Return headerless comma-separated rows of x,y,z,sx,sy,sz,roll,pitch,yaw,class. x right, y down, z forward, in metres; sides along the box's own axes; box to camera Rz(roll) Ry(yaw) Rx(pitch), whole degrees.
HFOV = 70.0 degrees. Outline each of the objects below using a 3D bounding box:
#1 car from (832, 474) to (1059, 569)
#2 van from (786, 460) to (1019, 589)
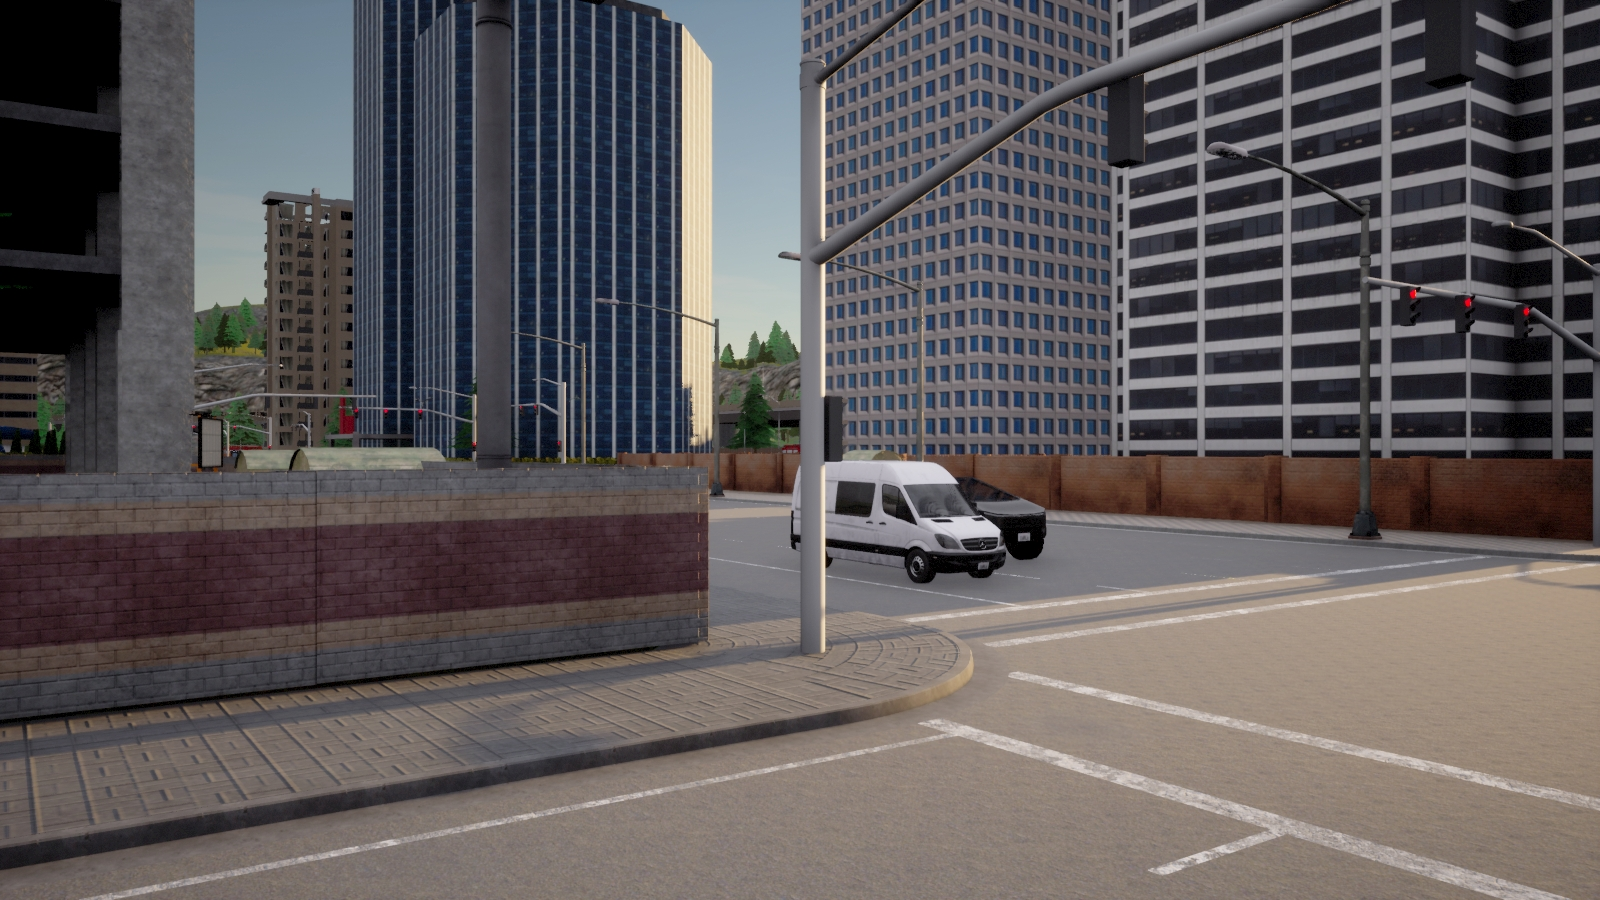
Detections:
3.654,1.752,30.193,2.390,2.098,6.274,0,0,-35,car
2.162,1.533,26.216,1.988,2.561,5.915,0,0,-35,van
